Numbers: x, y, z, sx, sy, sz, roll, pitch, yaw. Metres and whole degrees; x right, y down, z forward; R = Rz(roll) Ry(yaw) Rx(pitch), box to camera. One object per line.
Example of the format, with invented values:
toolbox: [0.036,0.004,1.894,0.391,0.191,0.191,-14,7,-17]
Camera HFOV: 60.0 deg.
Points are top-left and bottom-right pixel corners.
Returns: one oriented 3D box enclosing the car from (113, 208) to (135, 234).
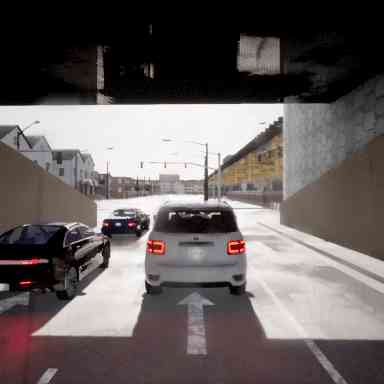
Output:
car: [-3.417,1.547,17.931,2.033,1.411,5.357,0,0,0]

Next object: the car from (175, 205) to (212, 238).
car: [0.063,1.526,18.469,1.812,1.442,4.674,0,0,0]

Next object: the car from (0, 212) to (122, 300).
car: [-3.420,1.491,8.382,2.128,1.511,4.902,0,0,0]

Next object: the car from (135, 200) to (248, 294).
car: [0.085,1.221,8.905,2.150,2.045,5.566,0,0,0]
